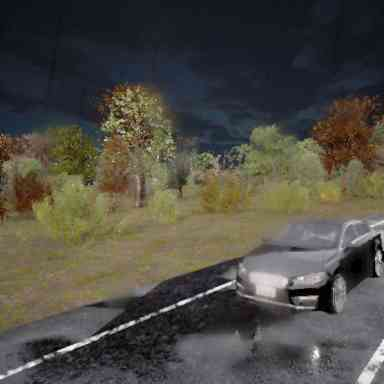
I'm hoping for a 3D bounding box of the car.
[{"bbox_3d":[2.857,1.355,7.481,2.128,1.511,4.902,-2,1,41],"label":"car"}]
